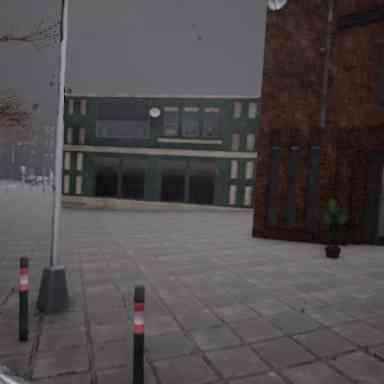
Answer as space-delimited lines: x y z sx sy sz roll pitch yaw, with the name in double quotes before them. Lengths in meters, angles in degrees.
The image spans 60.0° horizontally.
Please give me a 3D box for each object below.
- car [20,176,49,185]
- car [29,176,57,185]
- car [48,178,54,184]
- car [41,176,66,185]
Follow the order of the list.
"car" -30.558 -2.383 63.641 4.553 1.767 2.185 4 3 20
"car" -29.665 -2.338 66.258 5.008 1.535 2.097 4 3 20
"car" -20.627 -1.277 54.673 1.882 1.535 5.008 4 3 19
"car" -28.728 -2.378 68.850 4.674 1.452 2.002 4 3 20
